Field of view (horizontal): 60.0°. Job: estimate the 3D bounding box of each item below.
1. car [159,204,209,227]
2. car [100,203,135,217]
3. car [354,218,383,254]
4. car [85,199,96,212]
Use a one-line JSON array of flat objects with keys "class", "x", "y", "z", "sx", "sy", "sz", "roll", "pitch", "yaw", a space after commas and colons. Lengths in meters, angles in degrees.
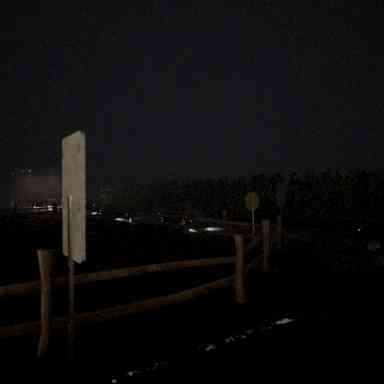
[{"class": "car", "x": -0.690, "y": 1.680, "z": 24.517, "sx": 1.837, "sy": 1.490, "sz": 4.892, "roll": 0, "pitch": -1, "yaw": -35}, {"class": "car", "x": -7.819, "y": 1.823, "z": 34.536, "sx": 2.033, "sy": 1.411, "sz": 5.357, "roll": 0, "pitch": 0, "yaw": -35}, {"class": "car", "x": 8.300, "y": 1.571, "z": 11.895, "sx": 1.812, "sy": 1.442, "sz": 4.674, "roll": 0, "pitch": -1, "yaw": -35}, {"class": "car", "x": -14.206, "y": 1.722, "z": 43.544, "sx": 2.097, "sy": 1.767, "sz": 4.553, "roll": 0, "pitch": 0, "yaw": -35}]
